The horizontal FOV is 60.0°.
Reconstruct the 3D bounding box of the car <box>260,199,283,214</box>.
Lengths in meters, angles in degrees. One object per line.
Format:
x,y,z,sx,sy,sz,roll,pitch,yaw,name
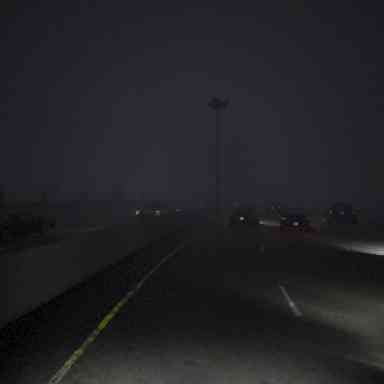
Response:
10.426,1.935,41.129,2.163,1.488,4.792,0,-1,26,car

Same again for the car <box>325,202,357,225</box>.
12.029,1.630,27.128,2.097,1.767,4.553,0,-1,19,car

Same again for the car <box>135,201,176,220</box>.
-2.855,1.595,27.137,2.097,1.767,4.553,0,-1,17,car

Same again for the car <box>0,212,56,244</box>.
-8.959,1.719,16.666,1.895,1.301,4.718,0,-1,10,car

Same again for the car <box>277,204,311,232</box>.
6.770,1.741,22.062,1.812,1.442,4.674,0,-1,14,car

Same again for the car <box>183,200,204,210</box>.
0.320,2.077,52.698,1.812,1.442,4.674,0,-1,27,car

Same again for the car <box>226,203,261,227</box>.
3.969,1.800,24.780,1.994,1.385,4.181,0,-1,16,car

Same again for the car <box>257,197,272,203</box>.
14.143,2.053,64.181,2.150,2.045,5.566,0,0,27,car

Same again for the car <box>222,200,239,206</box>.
6.781,2.136,57.587,1.837,1.490,4.892,0,-1,28,car
